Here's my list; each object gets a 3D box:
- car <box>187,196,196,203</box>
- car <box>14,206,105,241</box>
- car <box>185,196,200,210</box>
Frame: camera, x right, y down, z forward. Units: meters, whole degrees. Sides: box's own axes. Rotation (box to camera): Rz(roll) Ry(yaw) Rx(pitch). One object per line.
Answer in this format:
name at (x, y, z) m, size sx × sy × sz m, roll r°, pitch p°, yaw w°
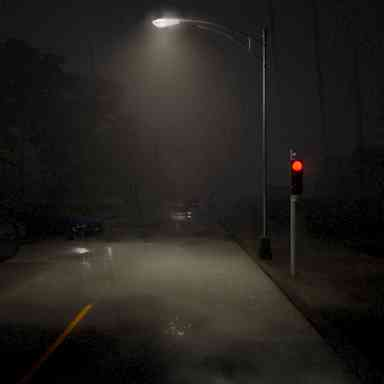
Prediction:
car at (-0.055, 1.525, 69.579) m, size 1.812 × 1.442 × 4.674 m, roll 0°, pitch 0°, yaw 0°
car at (-6.644, 1.478, 16.639) m, size 5.008 × 1.535 × 1.882 m, roll 0°, pitch -1°, yaw 27°
car at (0.067, 1.547, 43.423) m, size 2.033 × 1.411 × 5.357 m, roll 0°, pitch 0°, yaw 0°
